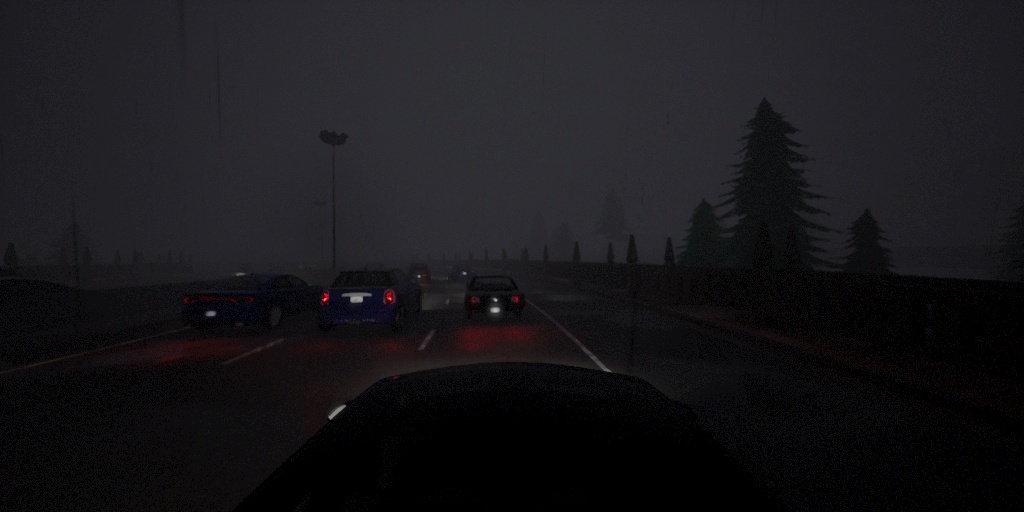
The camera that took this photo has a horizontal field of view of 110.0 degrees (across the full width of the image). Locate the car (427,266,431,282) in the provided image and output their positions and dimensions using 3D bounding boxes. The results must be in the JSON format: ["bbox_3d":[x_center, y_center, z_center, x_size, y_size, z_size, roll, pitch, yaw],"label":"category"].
[{"bbox_3d":[-7.747,1.310,29.650,1.837,1.490,4.892,0,0,-16],"label":"car"}]

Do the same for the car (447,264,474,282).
[{"bbox_3d":[-4.238,1.350,30.039,1.994,1.385,4.181,0,0,-15],"label":"car"}]

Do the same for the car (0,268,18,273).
[{"bbox_3d":[-18.382,1.185,11.355,2.097,1.767,4.553,0,0,-8],"label":"car"}]

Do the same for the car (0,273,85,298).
[{"bbox_3d":[-14.668,1.340,9.882,1.812,1.442,4.674,0,0,-6],"label":"car"}]

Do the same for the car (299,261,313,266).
[{"bbox_3d":[-28.324,1.489,49.665,1.882,1.535,5.008,0,0,-32],"label":"car"}]

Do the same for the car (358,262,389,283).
[{"bbox_3d":[-11.585,1.322,30.265,2.128,1.511,4.902,0,0,-17],"label":"car"}]

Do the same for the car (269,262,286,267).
[{"bbox_3d":[-32.647,1.580,49.898,1.812,1.442,4.674,0,0,-33],"label":"car"}]

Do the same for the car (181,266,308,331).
[{"bbox_3d":[-7.614,1.261,11.231,1.882,1.535,5.008,0,0,-6],"label":"car"}]

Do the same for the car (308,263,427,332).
[{"bbox_3d":[-4.116,1.119,11.146,2.097,1.767,4.553,0,0,-6],"label":"car"}]

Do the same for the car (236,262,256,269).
[{"bbox_3d":[-35.560,1.580,47.966,1.837,1.490,4.892,0,0,-33],"label":"car"}]

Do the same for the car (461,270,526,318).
[{"bbox_3d":[-0.752,1.354,13.079,1.895,1.301,4.718,0,0,-6],"label":"car"}]
